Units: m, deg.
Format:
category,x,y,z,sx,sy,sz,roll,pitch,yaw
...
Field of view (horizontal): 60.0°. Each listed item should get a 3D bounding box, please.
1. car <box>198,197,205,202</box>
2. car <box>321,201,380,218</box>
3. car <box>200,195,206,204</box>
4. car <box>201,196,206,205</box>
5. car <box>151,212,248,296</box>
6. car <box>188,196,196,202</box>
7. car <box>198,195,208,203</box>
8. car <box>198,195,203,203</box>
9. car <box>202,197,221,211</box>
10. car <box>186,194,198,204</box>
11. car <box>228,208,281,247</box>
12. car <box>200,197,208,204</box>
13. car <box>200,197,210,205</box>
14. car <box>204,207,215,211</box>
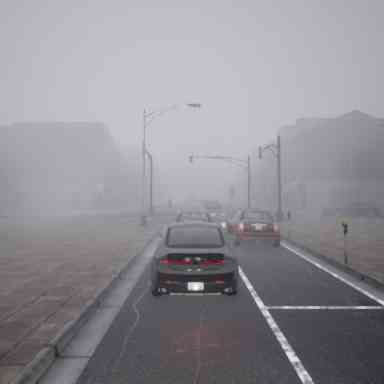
category,x,y,z,sx,sy,sz,roll,pitch,yaw
car,2.628,2.086,90.855,1.802,1.307,4.206,1,-1,0
car,14.236,1.560,30.008,4.892,1.490,1.837,0,-2,0
car,2.642,1.682,52.961,1.752,1.417,4.829,1,0,0
car,2.642,1.686,47.355,1.947,1.339,4.313,1,0,0
car,0.038,1.508,8.614,1.837,1.490,4.892,0,0,-1
car,-0.022,1.786,82.447,2.033,1.411,5.357,0,-1,0
car,2.637,1.704,79.982,2.192,1.841,5.009,1,-1,0
car,2.637,1.805,63.667,1.947,1.339,4.313,1,-1,0
car,2.644,1.656,41.918,1.947,1.339,4.313,1,0,0
car,-0.020,1.529,72.051,2.150,2.045,5.566,0,-1,0
car,2.657,1.451,15.171,1.967,1.590,4.097,2,0,0
car,2.634,1.863,74.712,1.752,1.417,4.829,1,-1,0
car,2.636,1.813,69.274,1.752,1.417,4.829,1,-1,0
car,0.090,1.613,16.256,1.895,1.301,4.718,0,0,0
